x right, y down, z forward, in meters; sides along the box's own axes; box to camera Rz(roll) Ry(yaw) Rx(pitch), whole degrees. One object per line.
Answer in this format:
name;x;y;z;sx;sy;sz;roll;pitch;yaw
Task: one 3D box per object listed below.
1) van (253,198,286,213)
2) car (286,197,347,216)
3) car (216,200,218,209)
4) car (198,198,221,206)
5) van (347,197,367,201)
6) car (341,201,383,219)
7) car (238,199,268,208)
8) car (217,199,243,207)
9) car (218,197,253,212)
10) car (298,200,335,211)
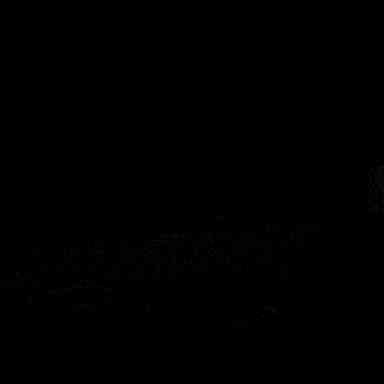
van;9.538;1.599;39.212;1.690;1.788;3.998;-1;0;-36
car;12.840;1.517;34.591;2.192;1.841;5.009;-1;0;-36
car;2.938;1.915;48.454;2.008;1.369;4.403;-1;0;-36
car;3.265;1.929;62.658;2.008;1.369;4.403;-1;0;-36
van;19.771;1.455;39.555;1.690;1.788;3.998;-1;0;-36
car;16.148;1.726;29.970;1.802;1.307;4.206;-1;0;-36
car;9.770;1.803;53.556;1.752;1.417;4.829;-1;0;-36
car;6.567;1.872;58.037;1.887;1.381;4.507;-1;0;-36
car;6.235;1.627;43.832;2.192;1.841;5.009;-1;0;-36
car;16.474;1.736;44.176;1.947;1.339;4.313;-1;0;-36
